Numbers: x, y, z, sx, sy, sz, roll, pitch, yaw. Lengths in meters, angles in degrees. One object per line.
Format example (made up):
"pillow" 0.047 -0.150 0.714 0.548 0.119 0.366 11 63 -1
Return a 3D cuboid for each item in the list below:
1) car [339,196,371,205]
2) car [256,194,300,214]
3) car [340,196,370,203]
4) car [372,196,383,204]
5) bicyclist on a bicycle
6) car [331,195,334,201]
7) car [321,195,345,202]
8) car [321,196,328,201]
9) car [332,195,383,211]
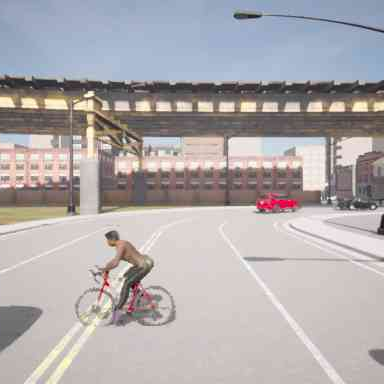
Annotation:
"car" 28.961 1.453 59.277 2.038 1.542 4.974 0 0 -29
"car" 9.353 1.223 35.931 5.566 2.045 2.150 0 0 -37
"car" 28.935 1.295 59.322 1.853 1.218 4.536 0 0 -29
"car" 32.039 1.295 57.175 1.853 1.218 4.536 0 0 31
"bicyclist on a bicycle" -1.130 1.455 5.518 1.656 1.620 0.582 -2 0 0
"car" 33.333 1.295 78.862 1.853 1.218 4.536 0 0 -34
"car" 33.304 1.453 78.905 2.038 1.542 4.974 0 0 -34
"car" 29.261 1.295 78.105 4.536 1.218 1.853 0 0 -39
"car" 20.201 1.491 40.573 4.902 1.511 2.128 0 0 -11
